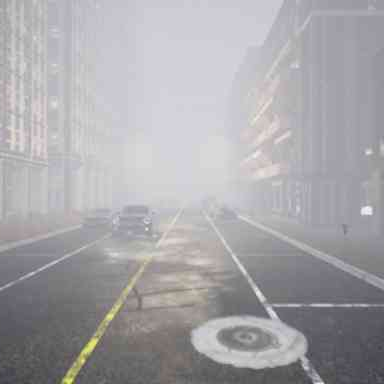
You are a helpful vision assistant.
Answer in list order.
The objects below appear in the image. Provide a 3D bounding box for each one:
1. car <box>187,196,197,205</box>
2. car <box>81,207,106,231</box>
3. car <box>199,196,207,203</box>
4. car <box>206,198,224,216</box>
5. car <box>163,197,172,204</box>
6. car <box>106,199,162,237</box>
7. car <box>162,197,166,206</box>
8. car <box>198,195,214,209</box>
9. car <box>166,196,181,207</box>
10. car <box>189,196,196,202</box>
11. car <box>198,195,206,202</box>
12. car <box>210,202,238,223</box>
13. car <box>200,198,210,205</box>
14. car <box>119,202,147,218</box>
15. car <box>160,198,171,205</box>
[{"bbox_3d":[0.022,1.897,68.574,1.895,1.301,4.718,0,0,0],"label":"car"},{"bbox_3d":[-5.682,1.666,21.235,2.008,1.369,4.403,0,0,0],"label":"car"},{"bbox_3d":[2.717,1.926,83.366,1.967,1.590,4.097,0,0,0],"label":"car"},{"bbox_3d":[2.702,1.619,32.530,1.967,1.590,4.097,0,0,0],"label":"car"},{"bbox_3d":[-5.665,1.890,77.721,1.967,1.590,4.097,0,0,0],"label":"car"},{"bbox_3d":[-3.092,1.454,18.814,2.097,1.767,4.553,0,0,0],"label":"car"},{"bbox_3d":[-5.670,1.910,60.774,1.947,1.339,4.313,0,0,0],"label":"car"},{"bbox_3d":[2.410,1.509,50.217,2.150,2.045,5.566,0,0,0],"label":"car"},{"bbox_3d":[-3.028,1.688,59.316,2.097,1.767,4.553,0,0,1],"label":"car"},{"bbox_3d":[0.030,1.910,92.277,1.882,1.535,5.008,0,0,0],"label":"car"},{"bbox_3d":[2.721,1.874,94.664,2.192,1.841,5.009,0,0,0],"label":"car"},{"bbox_3d":[2.700,1.729,26.881,1.802,1.307,4.206,0,0,0],"label":"car"},{"bbox_3d":[2.714,1.964,72.069,2.008,1.369,4.403,0,0,0],"label":"car"},{"bbox_3d":[-5.679,1.724,32.532,1.887,1.381,4.507,0,0,0],"label":"car"},{"bbox_3d":[-5.666,1.965,72.070,2.008,1.369,4.403,0,0,0],"label":"car"}]
